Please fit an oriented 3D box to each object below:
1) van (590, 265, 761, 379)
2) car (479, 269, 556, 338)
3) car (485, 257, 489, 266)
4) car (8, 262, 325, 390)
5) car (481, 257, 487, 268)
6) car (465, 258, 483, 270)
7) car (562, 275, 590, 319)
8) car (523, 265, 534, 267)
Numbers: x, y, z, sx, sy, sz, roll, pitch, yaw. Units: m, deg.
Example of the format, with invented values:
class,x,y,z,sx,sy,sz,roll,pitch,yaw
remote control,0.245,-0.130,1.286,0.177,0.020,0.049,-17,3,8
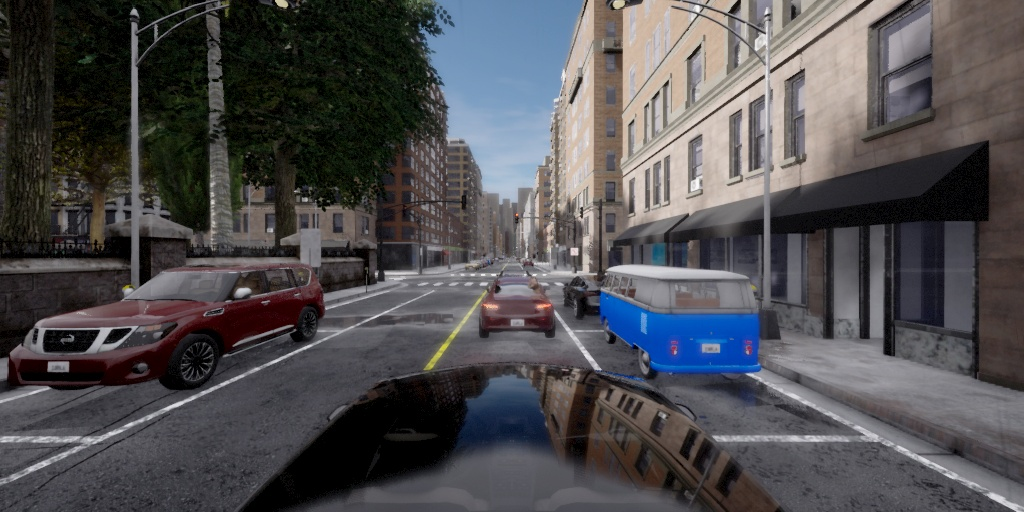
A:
class,x,y,z,sx,sy,sz,roll,pitch,yaw
van,2.870,1.090,7.006,1.690,1.789,3.998,0,0,0
car,0.127,1.274,10.048,1.812,1.442,4.674,0,0,0
car,-5.510,1.265,61.579,1.888,1.381,4.507,0,0,0
car,-5.654,1.064,6.989,2.192,1.841,5.009,0,0,0
car,-5.524,1.272,56.128,2.007,1.370,4.403,0,0,0
car,-5.539,1.248,50.508,1.751,1.417,4.829,0,0,0
car,2.886,1.313,12.667,1.948,1.339,4.313,0,0,0
car,0.121,1.345,18.870,1.895,1.301,4.718,0,0,-1
